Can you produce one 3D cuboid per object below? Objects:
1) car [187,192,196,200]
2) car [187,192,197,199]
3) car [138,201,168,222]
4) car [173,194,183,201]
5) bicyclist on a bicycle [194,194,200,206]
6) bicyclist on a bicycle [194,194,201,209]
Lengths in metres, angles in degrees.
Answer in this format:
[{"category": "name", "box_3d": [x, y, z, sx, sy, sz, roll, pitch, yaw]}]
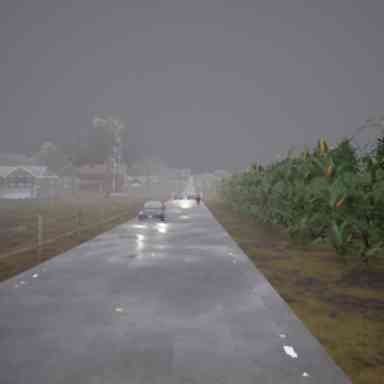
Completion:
[{"category": "car", "box_3d": [-0.010, 0.971, 69.277, 2.128, 1.511, 4.902, 0, 1, 0]}, {"category": "car", "box_3d": [-0.013, 0.831, 79.743, 2.128, 1.511, 4.902, 0, 1, 0]}, {"category": "car", "box_3d": [-2.861, 1.391, 25.155, 1.812, 1.442, 4.674, 0, 0, 0]}, {"category": "car", "box_3d": [-2.762, 1.018, 66.818, 2.033, 1.411, 5.357, 0, 1, 0]}, {"category": "bicyclist on a bicycle", "box_3d": [0.746, 1.110, 47.354, 0.866, 1.612, 1.509, 0, 1, 0]}, {"category": "bicyclist on a bicycle", "box_3d": [0.750, 1.135, 37.648, 0.659, 1.776, 1.843, 0, 1, 0]}]
